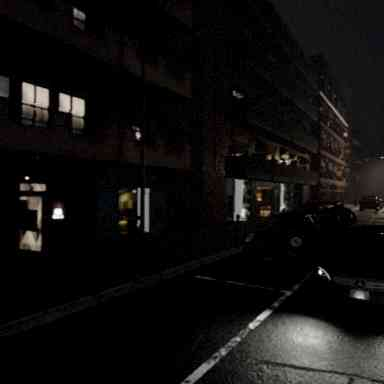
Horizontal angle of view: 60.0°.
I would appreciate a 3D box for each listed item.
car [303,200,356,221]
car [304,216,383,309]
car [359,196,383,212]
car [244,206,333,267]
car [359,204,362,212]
[{"bbox_3d":[6.318,1.335,16.177,2.192,1.841,5.009,1,0,32],"label":"car"},{"bbox_3d":[4.193,1.542,7.791,1.812,1.442,4.674,0,0,33],"label":"car"},{"bbox_3d":[21.386,1.401,39.992,2.192,1.841,5.009,1,0,32],"label":"car"},{"bbox_3d":[3.303,1.446,11.415,1.967,1.590,4.097,1,0,32],"label":"car"},{"bbox_3d":[9.329,1.615,20.942,1.802,1.307,4.206,1,0,32],"label":"car"}]
